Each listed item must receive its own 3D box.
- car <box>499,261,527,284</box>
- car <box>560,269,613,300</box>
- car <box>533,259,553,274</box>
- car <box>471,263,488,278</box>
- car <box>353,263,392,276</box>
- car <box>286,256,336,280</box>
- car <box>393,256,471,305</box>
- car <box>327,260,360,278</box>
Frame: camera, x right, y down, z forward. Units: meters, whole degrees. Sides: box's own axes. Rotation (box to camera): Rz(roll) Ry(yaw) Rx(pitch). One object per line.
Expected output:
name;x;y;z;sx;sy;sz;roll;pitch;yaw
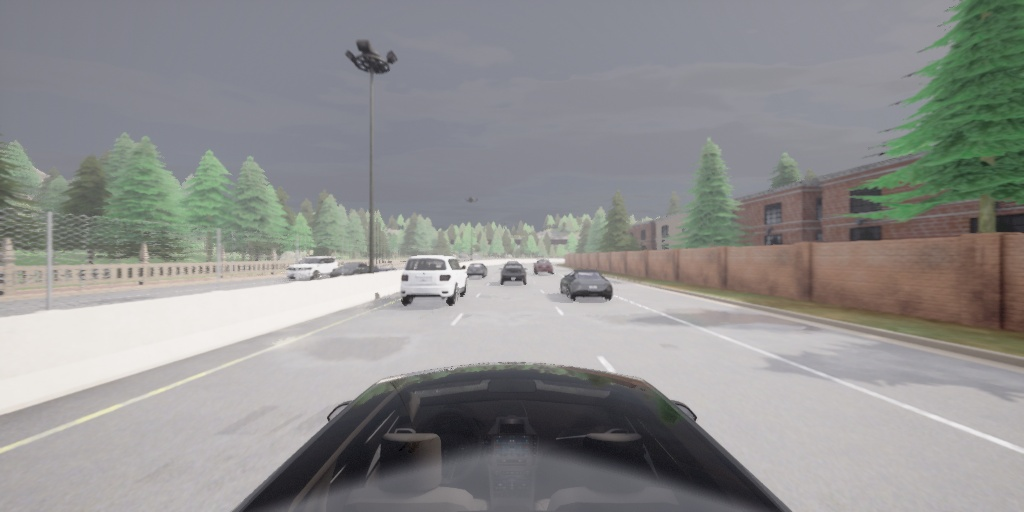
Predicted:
car;0.106;1.320;27.470;1.837;1.490;4.892;0;0;0
car;3.603;1.355;17.939;1.994;1.385;4.181;0;0;0
car;3.607;1.203;42.390;2.097;1.767;4.553;0;0;0
car;-3.395;1.381;34.996;2.033;1.411;5.357;0;0;0
car;-10.594;1.419;28.786;1.895;1.301;4.718;0;0;0
car;-17.590;1.049;32.060;2.150;2.045;5.566;0;0;0
car;-3.398;1.010;16.439;2.150;2.045;5.566;0;0;0
car;-14.090;1.331;31.879;1.837;1.490;4.892;0;0;0
